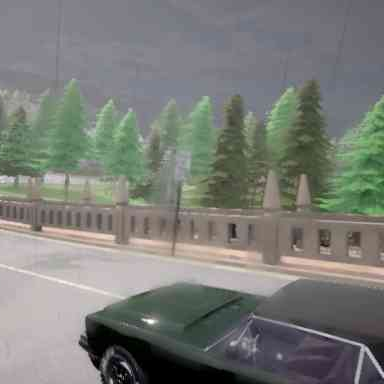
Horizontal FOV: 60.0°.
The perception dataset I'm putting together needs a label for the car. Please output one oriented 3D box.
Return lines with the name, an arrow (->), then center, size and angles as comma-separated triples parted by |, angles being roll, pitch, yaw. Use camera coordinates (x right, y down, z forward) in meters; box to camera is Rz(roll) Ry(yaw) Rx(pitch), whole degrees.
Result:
car -> 1.019, 1.600, 3.264 | 4.718, 1.301, 1.895 | 0, 0, 35
